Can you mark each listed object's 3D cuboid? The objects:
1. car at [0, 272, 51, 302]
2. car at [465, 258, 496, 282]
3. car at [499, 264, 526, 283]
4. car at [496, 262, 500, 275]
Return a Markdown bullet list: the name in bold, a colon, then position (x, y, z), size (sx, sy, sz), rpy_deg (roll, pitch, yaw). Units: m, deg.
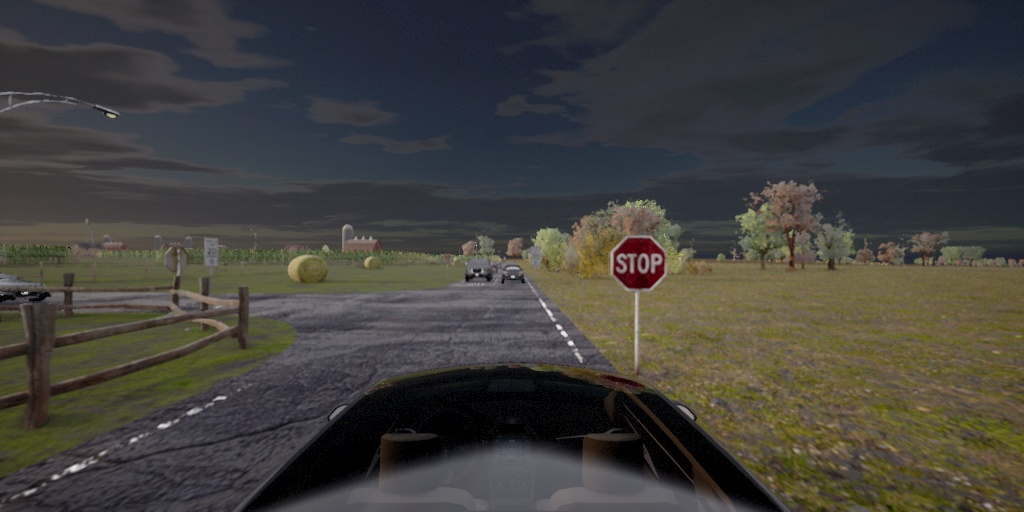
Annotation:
- **car**: position (-21.611, 1.284, 14.463), size (4.181, 1.385, 1.994), rpy_deg (0, 0, -1)
- **car**: position (-2.872, 1.194, 32.122), size (2.150, 2.045, 5.566), rpy_deg (0, 0, 0)
- **car**: position (0.079, 1.491, 30.698), size (1.812, 1.442, 4.674), rpy_deg (0, 0, 0)
- **car**: position (-2.877, 1.652, 46.038), size (1.994, 1.385, 4.181), rpy_deg (0, 0, 0)
